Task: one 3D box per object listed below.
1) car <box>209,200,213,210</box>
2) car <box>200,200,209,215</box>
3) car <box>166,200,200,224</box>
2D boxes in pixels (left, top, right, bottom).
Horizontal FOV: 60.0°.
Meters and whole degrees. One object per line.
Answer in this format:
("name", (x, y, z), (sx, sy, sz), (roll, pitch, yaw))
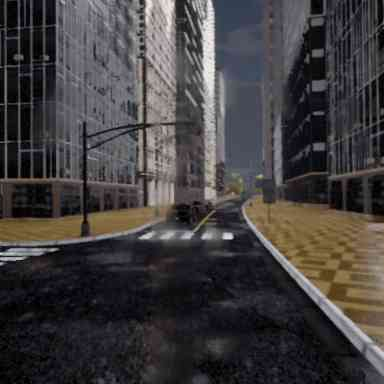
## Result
("car", (1.796, 1.756, 45.678), (1.994, 1.385, 4.181), (-1, 0, 9))
("car", (0.390, 1.672, 35.758), (1.837, 1.490, 4.892), (-1, 0, 8))
("car", (-0.786, 1.614, 25.980), (1.882, 1.535, 5.008), (-1, 0, 6))
